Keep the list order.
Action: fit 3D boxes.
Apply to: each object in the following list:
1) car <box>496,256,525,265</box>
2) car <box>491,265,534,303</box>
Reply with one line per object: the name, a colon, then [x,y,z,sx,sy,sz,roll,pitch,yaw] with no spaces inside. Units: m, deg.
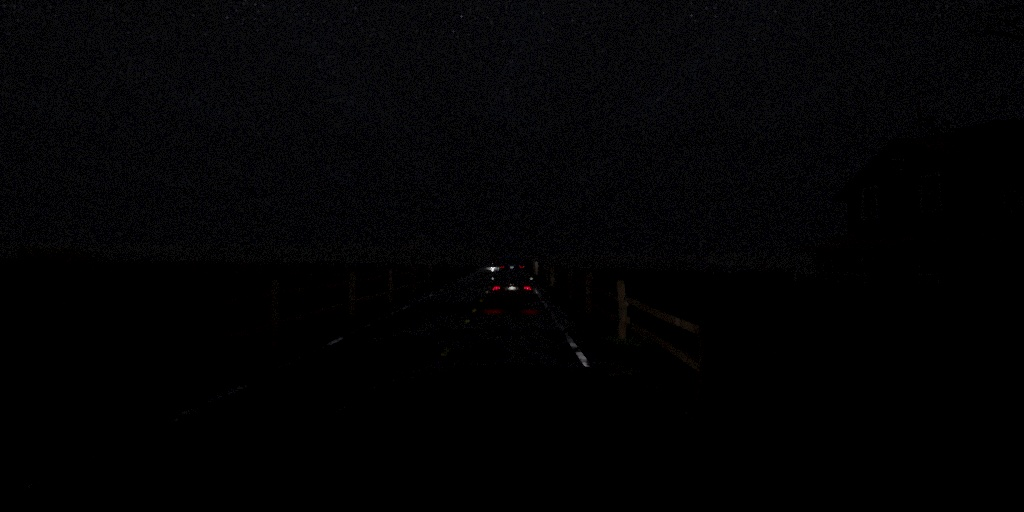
car: [-0.001,1.012,31.531,2.150,2.045,5.566,0,0,0]
car: [-0.001,1.314,16.500,2.033,1.411,5.357,0,0,0]
